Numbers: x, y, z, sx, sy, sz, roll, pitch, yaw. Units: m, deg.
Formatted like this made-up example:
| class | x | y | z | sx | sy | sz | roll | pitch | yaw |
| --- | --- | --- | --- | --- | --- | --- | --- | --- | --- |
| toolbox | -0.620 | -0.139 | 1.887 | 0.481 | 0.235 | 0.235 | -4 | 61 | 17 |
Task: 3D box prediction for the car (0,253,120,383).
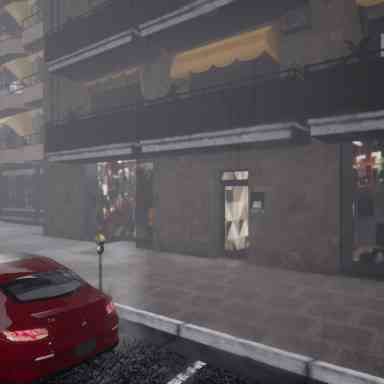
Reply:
| class | x | y | z | sx | sy | sz | roll | pitch | yaw |
| --- | --- | --- | --- | --- | --- | --- | --- | --- | --- |
| car | -2.867 | 1.583 | 4.925 | 4.206 | 1.307 | 1.802 | 0 | 0 | 36 |
